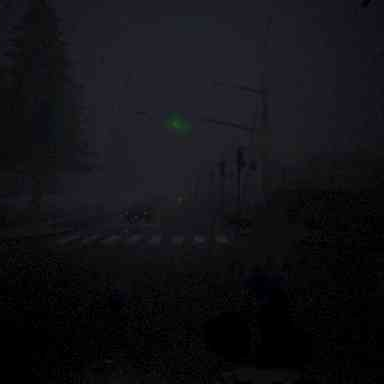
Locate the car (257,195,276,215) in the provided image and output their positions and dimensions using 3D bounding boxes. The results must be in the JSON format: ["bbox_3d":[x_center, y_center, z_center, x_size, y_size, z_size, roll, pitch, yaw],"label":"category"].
[{"bbox_3d":[8.853,1.178,31.453,4.605,1.855,1.932,0,0,-1],"label":"car"}]

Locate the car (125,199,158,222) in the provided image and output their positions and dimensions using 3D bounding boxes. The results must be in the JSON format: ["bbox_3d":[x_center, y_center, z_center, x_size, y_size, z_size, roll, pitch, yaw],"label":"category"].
[{"bbox_3d":[-4.042,1.529,26.298,1.812,1.442,4.674,0,0,0],"label":"car"}]

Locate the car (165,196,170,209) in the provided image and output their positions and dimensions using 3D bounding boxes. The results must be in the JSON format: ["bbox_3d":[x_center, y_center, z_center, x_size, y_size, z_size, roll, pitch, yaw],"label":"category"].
[{"bbox_3d":[-4.179,1.377,45.534,2.097,1.767,4.553,0,0,0],"label":"car"}]

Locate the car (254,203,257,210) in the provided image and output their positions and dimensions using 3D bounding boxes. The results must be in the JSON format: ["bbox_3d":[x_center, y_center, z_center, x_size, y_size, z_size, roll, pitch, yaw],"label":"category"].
[{"bbox_3d":[8.439,1.183,33.963,3.866,1.878,1.905,0,0,-1],"label":"car"}]

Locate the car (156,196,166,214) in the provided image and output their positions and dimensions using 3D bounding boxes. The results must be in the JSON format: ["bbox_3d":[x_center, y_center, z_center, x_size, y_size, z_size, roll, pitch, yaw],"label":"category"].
[{"bbox_3d":[-4.112,1.518,35.472,1.837,1.490,4.892,0,0,0],"label":"car"}]

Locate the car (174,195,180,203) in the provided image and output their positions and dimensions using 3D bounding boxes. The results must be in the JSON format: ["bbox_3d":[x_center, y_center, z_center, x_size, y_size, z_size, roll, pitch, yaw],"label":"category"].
[{"bbox_3d":[-2.220,1.410,66.223,2.097,1.767,4.553,0,0,-13],"label":"car"}]

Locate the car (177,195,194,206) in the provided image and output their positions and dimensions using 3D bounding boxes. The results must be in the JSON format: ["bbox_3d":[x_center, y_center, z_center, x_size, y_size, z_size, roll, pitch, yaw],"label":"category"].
[{"bbox_3d":[-0.933,1.637,56.090,1.895,1.301,4.718,0,0,-7],"label":"car"}]
